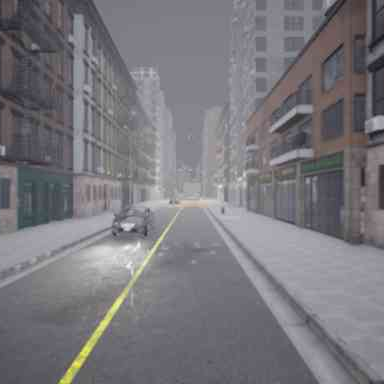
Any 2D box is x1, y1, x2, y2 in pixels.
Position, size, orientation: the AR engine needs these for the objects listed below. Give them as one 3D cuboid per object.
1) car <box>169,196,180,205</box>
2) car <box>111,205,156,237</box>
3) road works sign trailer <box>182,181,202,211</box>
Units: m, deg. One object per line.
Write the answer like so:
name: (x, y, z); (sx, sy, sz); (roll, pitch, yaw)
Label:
car: (-3.067, 1.537, 58.452); (1.837, 1.490, 4.892); (0, 0, 1)
car: (-3.106, 1.517, 18.389); (2.128, 1.511, 4.902); (0, 0, 0)
road works sign trailer: (-0.008, 0.499, 40.594); (2.380, 3.560, 2.880); (0, 0, 0)
